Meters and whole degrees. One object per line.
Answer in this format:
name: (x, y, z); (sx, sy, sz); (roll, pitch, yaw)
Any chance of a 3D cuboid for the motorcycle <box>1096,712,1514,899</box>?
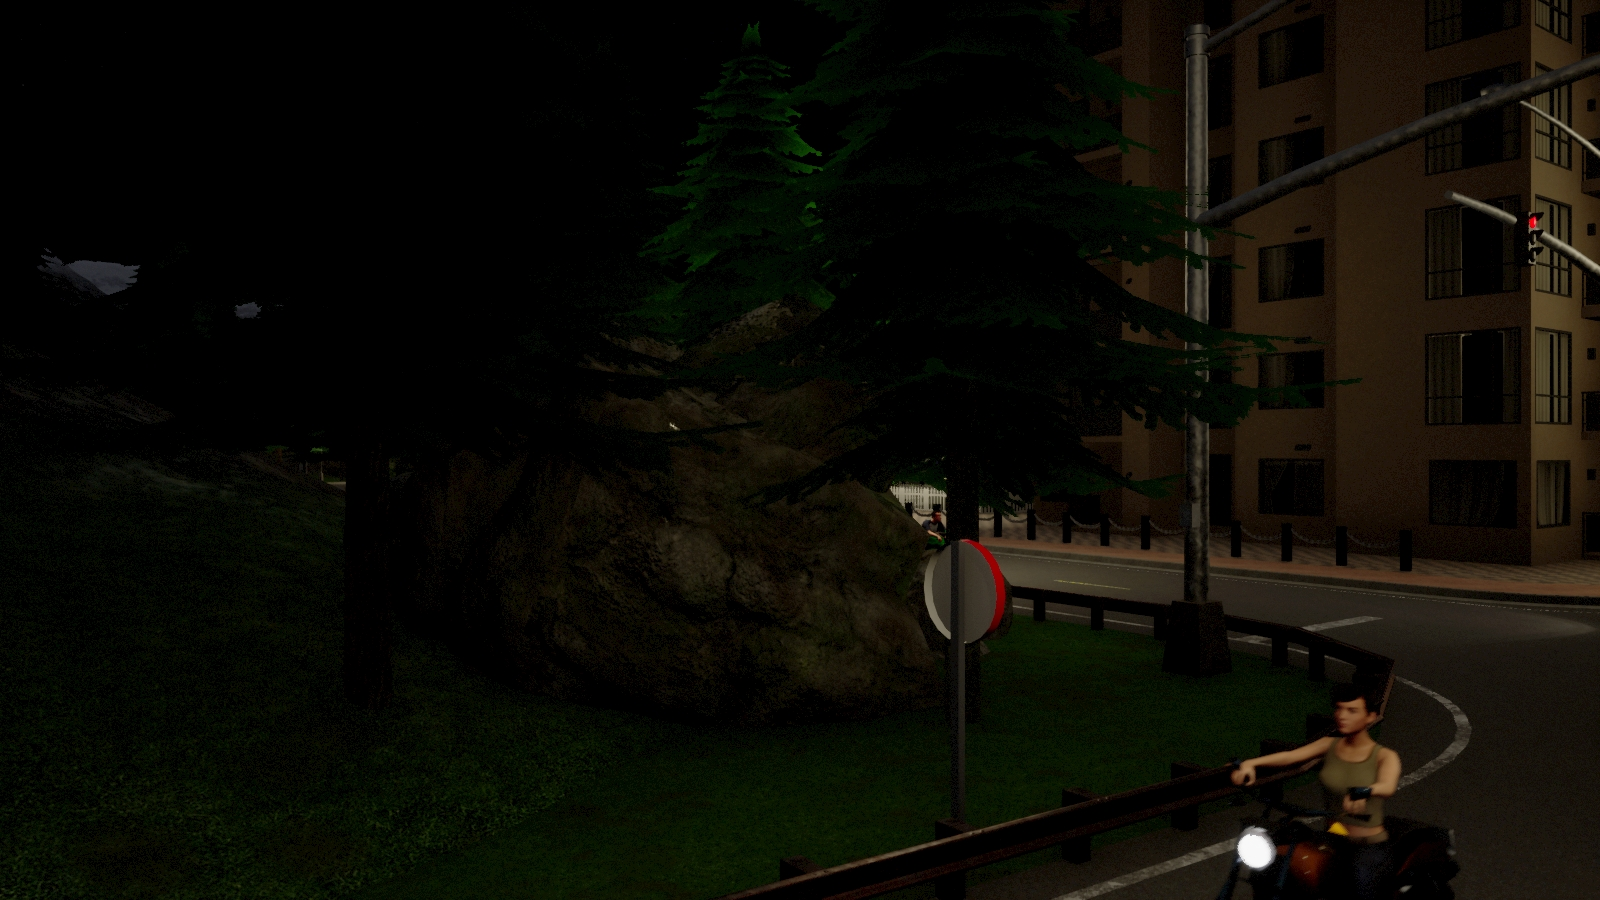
motorcycle: (2.533, 2.150, 5.576); (2.356, 1.277, 0.764); (0, 0, -35)
